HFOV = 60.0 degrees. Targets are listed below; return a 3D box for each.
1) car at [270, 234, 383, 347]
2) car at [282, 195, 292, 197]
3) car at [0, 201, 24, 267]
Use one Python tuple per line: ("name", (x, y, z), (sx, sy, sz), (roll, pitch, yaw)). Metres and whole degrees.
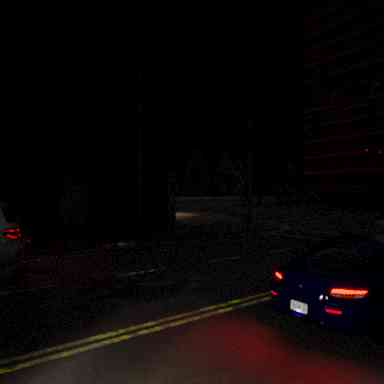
("car", (3.453, 1.523, 6.234), (4.674, 1.442, 1.812), (0, 0, -35))
("car", (22.388, 1.472, 77.735), (4.181, 1.385, 1.994), (0, 0, -34))
("car", (-6.951, 1.221, 7.613), (5.566, 2.045, 2.150), (0, 0, -35))
